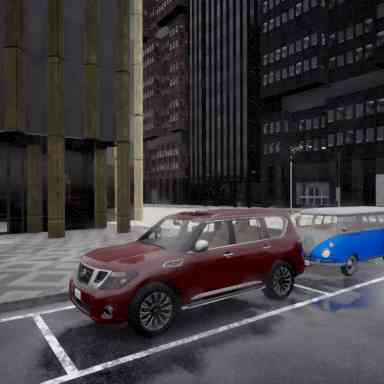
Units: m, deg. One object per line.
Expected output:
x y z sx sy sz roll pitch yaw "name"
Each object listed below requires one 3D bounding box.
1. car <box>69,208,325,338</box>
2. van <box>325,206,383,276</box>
0.208 1.315 6.809 5.009 1.841 2.192 0 0 -36 "car"
4.704 1.341 10.020 3.998 1.788 1.690 0 0 -36 "van"
